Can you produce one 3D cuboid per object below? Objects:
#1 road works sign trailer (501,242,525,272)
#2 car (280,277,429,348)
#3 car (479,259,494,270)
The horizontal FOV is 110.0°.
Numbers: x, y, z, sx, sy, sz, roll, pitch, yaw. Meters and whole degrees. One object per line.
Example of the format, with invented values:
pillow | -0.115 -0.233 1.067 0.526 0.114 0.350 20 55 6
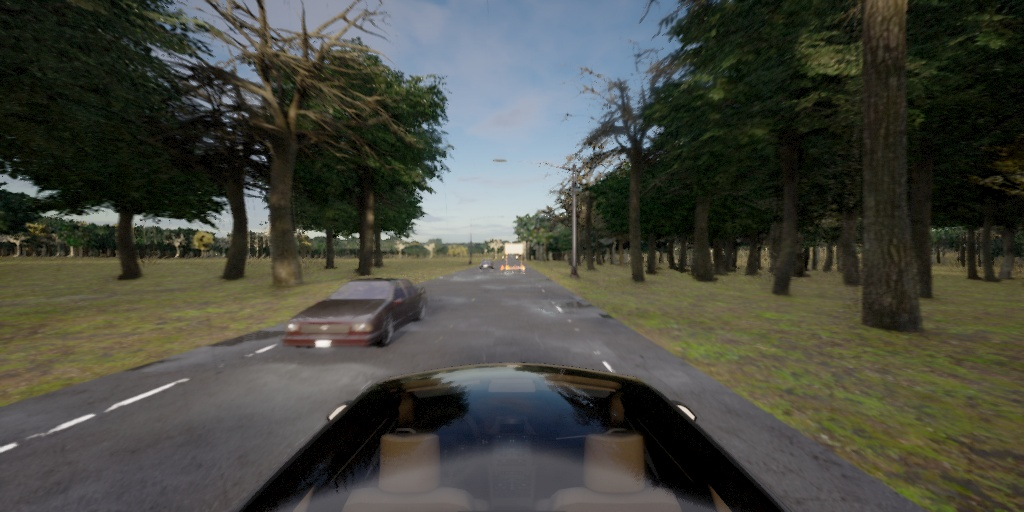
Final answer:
road works sign trailer | 0.227 0.153 43.643 2.380 3.560 2.880 0 0 -8
car | -3.592 1.282 9.483 2.033 1.411 5.357 0 0 0
car | -3.512 1.177 50.491 2.128 1.511 4.902 0 0 1
